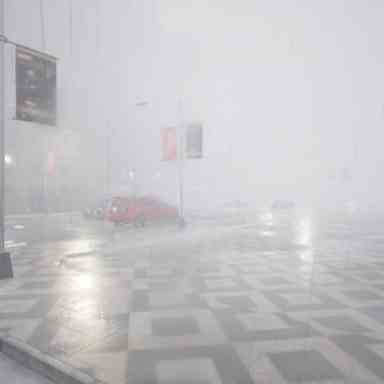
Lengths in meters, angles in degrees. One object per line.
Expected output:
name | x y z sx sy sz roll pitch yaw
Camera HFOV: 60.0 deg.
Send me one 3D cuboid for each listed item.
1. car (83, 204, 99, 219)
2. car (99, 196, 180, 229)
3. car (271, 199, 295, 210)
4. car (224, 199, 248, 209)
car | -7.004 1.396 28.451 2.097 1.767 4.553 0 0 36
car | -3.160 1.268 22.489 2.150 2.045 5.566 0 0 36
car | 11.943 1.602 43.545 1.994 1.385 4.181 0 0 36
car | 6.244 1.612 46.856 1.994 1.385 4.181 0 0 36
